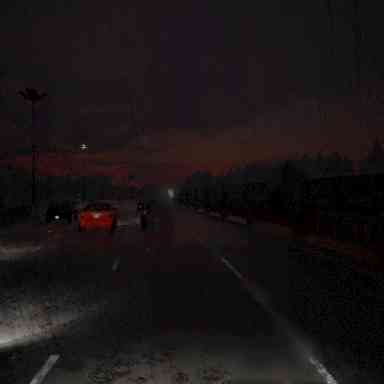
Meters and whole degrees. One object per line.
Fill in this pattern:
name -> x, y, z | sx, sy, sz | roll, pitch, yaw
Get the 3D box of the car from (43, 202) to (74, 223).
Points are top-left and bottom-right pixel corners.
car -> -10.376, 1.617, 26.891 | 1.837, 1.490, 4.892 | 0, 0, -10

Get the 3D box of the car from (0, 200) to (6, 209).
car -> -18.043, 1.717, 28.939 | 1.994, 1.385, 4.181 | 0, 0, -10

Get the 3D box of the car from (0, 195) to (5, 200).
car -> -23.250, 1.425, 38.108 | 2.150, 2.045, 5.566 | 0, 0, -10

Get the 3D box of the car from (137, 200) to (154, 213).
car -> -5.781, 1.733, 40.916 | 1.895, 1.301, 4.718 | 0, 0, -10

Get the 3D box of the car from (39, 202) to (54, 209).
car -> -33.892, 3.161, 77.836 | 2.128, 1.511, 4.902 | 0, -5, -10

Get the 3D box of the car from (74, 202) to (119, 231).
car -> -5.839, 1.427, 21.197 | 2.097, 1.767, 4.553 | 0, 0, -10

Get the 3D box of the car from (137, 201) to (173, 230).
car -> -2.325, 1.551, 21.389 | 2.128, 1.511, 4.902 | 0, 0, -9
